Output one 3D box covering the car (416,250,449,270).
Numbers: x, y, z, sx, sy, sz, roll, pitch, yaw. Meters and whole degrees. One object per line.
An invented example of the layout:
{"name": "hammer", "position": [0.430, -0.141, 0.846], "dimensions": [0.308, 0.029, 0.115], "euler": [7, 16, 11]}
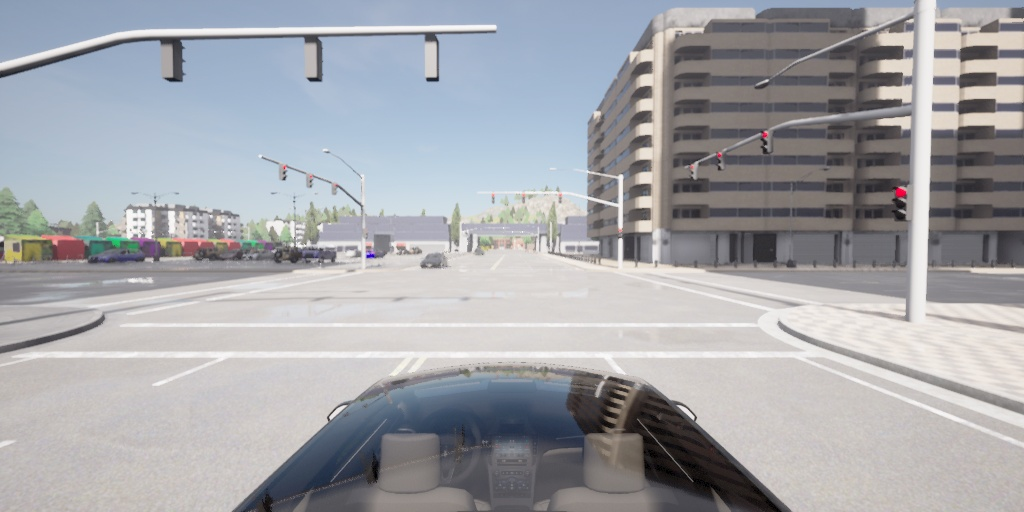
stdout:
{"name": "car", "position": [-6.996, 0.482, 32.579], "dimensions": [1.837, 1.490, 4.892], "euler": [0, 3, 0]}
